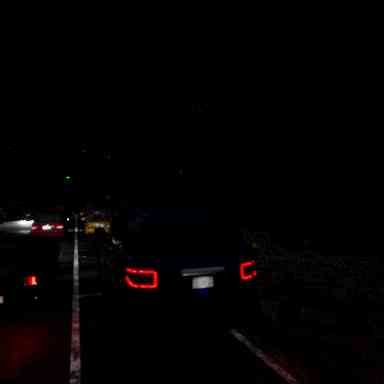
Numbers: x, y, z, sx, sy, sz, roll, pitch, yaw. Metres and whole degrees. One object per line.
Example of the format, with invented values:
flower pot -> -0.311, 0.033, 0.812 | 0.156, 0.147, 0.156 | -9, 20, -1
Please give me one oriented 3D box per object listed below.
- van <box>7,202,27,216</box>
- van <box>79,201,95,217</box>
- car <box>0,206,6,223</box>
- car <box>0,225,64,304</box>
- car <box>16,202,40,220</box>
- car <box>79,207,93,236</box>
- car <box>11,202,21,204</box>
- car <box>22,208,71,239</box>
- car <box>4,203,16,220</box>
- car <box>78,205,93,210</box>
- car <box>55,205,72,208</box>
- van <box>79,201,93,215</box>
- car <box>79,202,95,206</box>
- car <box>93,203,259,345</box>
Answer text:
van -> -22.960, 2.180, 43.770 | 1.690, 1.788, 3.998 | 0, -1, -19
van -> -13.120, 2.102, 41.441 | 1.690, 1.788, 3.998 | 0, -1, -19
car -> -17.590, 2.118, 28.364 | 1.947, 1.339, 4.313 | 0, -1, -19
car -> -4.371, 1.759, 8.259 | 1.895, 1.301, 4.718 | 0, -1, -19
car -> -17.484, 2.182, 36.284 | 2.128, 1.511, 4.902 | 0, -1, -19
car -> -6.016, 1.908, 21.064 | 1.752, 1.417, 4.829 | 0, -1, -19
car -> -21.169, 2.183, 38.634 | 1.967, 1.590, 4.097 | 0, -1, -19
car -> -8.253, 1.910, 19.404 | 2.033, 1.411, 5.357 | 0, -1, -20
car -> -19.324, 2.170, 33.339 | 1.752, 1.417, 4.829 | 0, -1, -19
car -> -7.750, 2.019, 26.037 | 1.887, 1.381, 4.507 | 0, -1, -19
car -> -15.070, 2.198, 38.643 | 1.882, 1.535, 5.008 | 0, -1, -19
van -> -14.909, 2.198, 46.575 | 1.690, 1.788, 3.998 | 0, -1, -19
car -> -9.540, 2.010, 31.172 | 1.967, 1.590, 4.097 | 0, -1, -19
car -> -0.734, 1.343, 6.961 | 2.150, 2.045, 5.566 | 0, -1, -19
